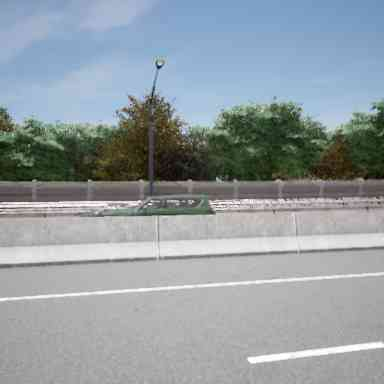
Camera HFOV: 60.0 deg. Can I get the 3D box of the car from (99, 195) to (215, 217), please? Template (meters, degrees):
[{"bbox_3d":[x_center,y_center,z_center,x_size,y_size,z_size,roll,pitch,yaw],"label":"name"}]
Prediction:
[{"bbox_3d":[-1.570,1.177,16.522,5.566,2.045,2.150,0,0,-12],"label":"car"}]

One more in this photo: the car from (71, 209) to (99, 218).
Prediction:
[{"bbox_3d":[-4.563,1.456,19.449,4.902,1.511,2.128,0,0,-12],"label":"car"}]

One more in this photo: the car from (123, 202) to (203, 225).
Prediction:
[{"bbox_3d":[-2.102,1.483,23.565,5.357,1.411,2.033,0,0,-12],"label":"car"}]
